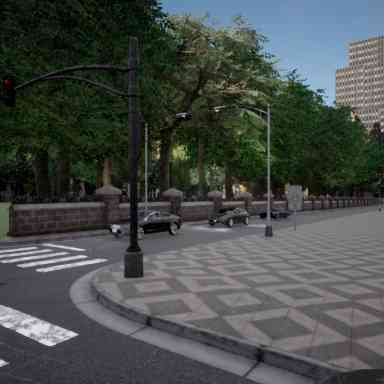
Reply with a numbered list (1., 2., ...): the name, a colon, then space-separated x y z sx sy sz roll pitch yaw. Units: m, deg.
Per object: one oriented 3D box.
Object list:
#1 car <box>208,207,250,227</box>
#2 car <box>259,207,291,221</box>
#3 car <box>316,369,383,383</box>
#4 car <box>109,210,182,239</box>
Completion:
1. car: 3.175 2.036 27.681 1.837 1.490 4.892 0 -1 35
2. car: 8.970 2.342 35.880 1.895 1.301 4.718 0 -1 35
3. car: 2.508 1.551 1.174 4.403 1.369 2.008 0 0 36
4. car: -2.605 1.816 19.471 2.128 1.511 4.902 0 -1 37
